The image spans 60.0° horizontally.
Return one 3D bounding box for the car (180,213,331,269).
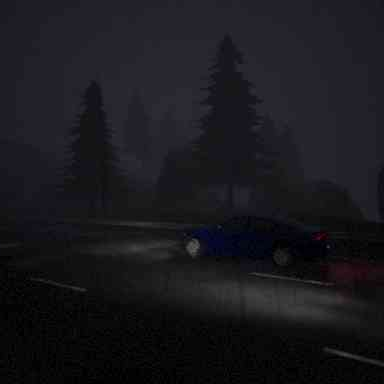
[{"bbox_3d":[1.916,1.455,11.071,5.008,1.535,1.882,0,0,33],"label":"car"}]
